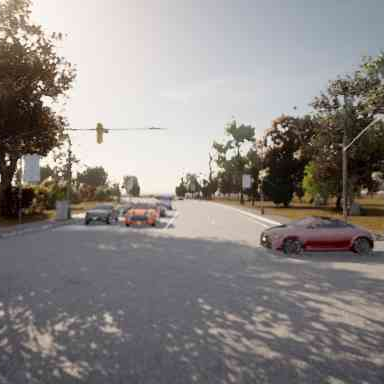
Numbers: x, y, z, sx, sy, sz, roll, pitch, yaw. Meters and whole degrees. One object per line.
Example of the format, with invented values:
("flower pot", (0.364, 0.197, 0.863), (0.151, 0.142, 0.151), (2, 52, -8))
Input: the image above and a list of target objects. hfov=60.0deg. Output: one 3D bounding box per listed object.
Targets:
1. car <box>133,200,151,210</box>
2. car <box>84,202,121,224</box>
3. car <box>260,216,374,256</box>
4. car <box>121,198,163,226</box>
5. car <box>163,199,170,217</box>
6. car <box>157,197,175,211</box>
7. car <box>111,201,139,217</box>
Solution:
("car", (-7.297, 1.918, 48.875), (1.895, 1.301, 4.718), (0, 0, -1))
("car", (-7.121, 1.708, 26.668), (1.837, 1.490, 4.892), (0, 0, 0))
("car", (4.841, 1.666, 13.161), (4.181, 1.385, 1.994), (0, 0, -3))
("car", (-3.619, 1.542, 24.921), (2.097, 1.767, 4.553), (0, 0, 0))
("car", (-3.640, 1.758, 34.064), (1.837, 1.490, 4.892), (0, 0, 0))
("car", (-3.755, 1.837, 46.884), (1.812, 1.442, 4.674), (0, 0, -1))
("car", (-7.148, 1.757, 36.087), (2.128, 1.511, 4.902), (0, 0, 0))
